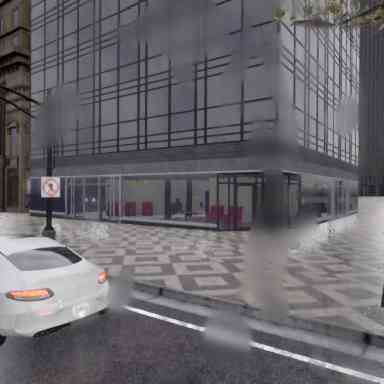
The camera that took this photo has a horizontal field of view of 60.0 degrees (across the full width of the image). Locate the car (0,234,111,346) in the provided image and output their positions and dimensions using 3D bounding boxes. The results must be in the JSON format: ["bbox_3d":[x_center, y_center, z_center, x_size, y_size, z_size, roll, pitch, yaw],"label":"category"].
[{"bbox_3d":[-3.487,1.524,6.168,4.674,1.442,1.812,0,0,35],"label":"car"}]
